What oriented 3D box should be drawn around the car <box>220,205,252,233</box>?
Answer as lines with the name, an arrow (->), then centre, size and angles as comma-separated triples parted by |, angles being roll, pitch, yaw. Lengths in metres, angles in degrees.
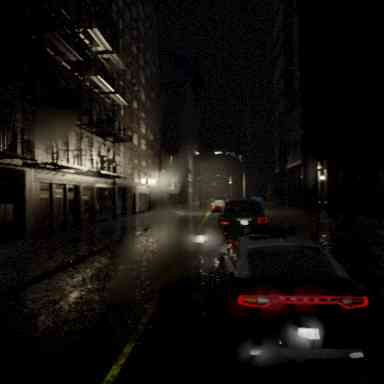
car -> 2.838, 1.733, 22.306 | 1.837, 1.490, 4.892 | -1, -1, 5

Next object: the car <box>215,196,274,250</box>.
car -> 2.357, 1.386, 16.358 | 2.150, 2.045, 5.566 | -1, -1, 5

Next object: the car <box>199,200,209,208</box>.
car -> 2.272, 2.325, 64.137 | 2.033, 1.411, 5.357 | -1, -1, 5

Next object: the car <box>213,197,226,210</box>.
car -> 4.736, 1.876, 57.379 | 2.150, 2.045, 5.566 | -1, -1, 5

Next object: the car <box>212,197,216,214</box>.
car -> 3.669, 1.840, 43.601 | 2.097, 1.767, 4.553 | -1, -1, 5

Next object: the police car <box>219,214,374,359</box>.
police car -> 1.567, 1.480, 6.468 | 1.930, 1.638, 5.238 | -1, -1, 5
